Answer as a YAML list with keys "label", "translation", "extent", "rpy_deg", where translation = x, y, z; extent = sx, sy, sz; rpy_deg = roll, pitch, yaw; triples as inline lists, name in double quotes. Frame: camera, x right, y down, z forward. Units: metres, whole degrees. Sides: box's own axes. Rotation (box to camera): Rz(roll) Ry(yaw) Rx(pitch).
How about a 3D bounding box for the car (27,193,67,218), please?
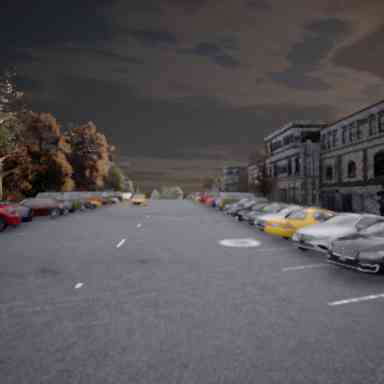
- label: "car"
  translation: [-12.553, 1.191, 26.246]
  extent: [4.553, 1.767, 2.185]
  rpy_deg: [-1, 1, -23]

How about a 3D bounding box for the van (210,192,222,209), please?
- label: "van"
  translation: [4.638, 1.096, 35.923]
  extent: [4.442, 1.987, 1.878]
  rpy_deg: [1, 1, -23]

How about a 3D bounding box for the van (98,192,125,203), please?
- label: "van"
  translation: [-14.206, 0.956, 58.625]
  extent: [4.442, 1.987, 1.878]
  rpy_deg: [-1, 0, -23]

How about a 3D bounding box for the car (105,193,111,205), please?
- label: "car"
  translation: [-13.519, 1.263, 43.872]
  extent: [4.674, 1.452, 2.002]
  rpy_deg: [-1, 1, -23]

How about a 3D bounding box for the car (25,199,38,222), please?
- label: "car"
  translation: [-12.289, 1.385, 20.340]
  extent: [4.792, 1.488, 2.163]
  rpy_deg: [-1, 1, -23]

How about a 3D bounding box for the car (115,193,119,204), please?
- label: "car"
  translation: [-13.841, 1.244, 49.757]
  extent: [4.674, 1.452, 2.002]
  rpy_deg: [-1, 0, -23]

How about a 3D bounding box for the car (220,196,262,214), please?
- label: "car"
  translation: [5.216, 1.377, 27.186]
  extent: [4.892, 1.521, 2.231]
  rpy_deg: [1, 1, -23]

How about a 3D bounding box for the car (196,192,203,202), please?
- label: "car"
  translation: [3.984, 1.011, 50.634]
  extent: [5.566, 2.045, 2.435]
  rpy_deg: [1, 0, -23]

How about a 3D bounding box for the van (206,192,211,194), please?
- label: "van"
  translation: [4.534, 1.071, 41.881]
  extent: [4.442, 1.987, 1.878]
  rpy_deg: [1, 0, -23]

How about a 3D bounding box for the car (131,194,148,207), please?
- label: "car"
  translation: [-7.324, 1.229, 46.106]
  extent: [1.882, 1.535, 5.008]
  rpy_deg: [0, 0, -3]

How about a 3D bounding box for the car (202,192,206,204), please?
- label: "car"
  translation: [4.241, 1.156, 44.752]
  extent: [4.553, 1.767, 2.185]
  rpy_deg: [1, 0, -23]

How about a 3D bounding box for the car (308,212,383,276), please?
- label: "car"
  translation: [6.158, 1.491, 9.607]
  extent: [4.892, 1.521, 2.231]
  rpy_deg: [1, 1, -23]

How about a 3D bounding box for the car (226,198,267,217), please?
- label: "car"
  translation: [5.339, 1.424, 24.242]
  extent: [4.792, 1.488, 2.163]
  rpy_deg: [1, 1, -23]

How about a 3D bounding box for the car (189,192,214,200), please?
- label: "car"
  translation: [2.343, 0.962, 79.902]
  extent: [5.566, 2.045, 2.435]
  rpy_deg: [1, 0, -23]

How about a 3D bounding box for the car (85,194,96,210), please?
- label: "car"
  translation: [-13.044, 1.265, 35.055]
  extent: [4.892, 1.521, 2.231]
  rpy_deg: [-1, 1, -23]

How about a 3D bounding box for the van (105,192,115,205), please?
- label: "van"
  translation: [-13.578, 0.986, 46.865]
  extent: [4.442, 1.987, 1.878]
  rpy_deg: [-1, 0, -23]

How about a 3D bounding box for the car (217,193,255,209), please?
- label: "car"
  translation: [5.085, 1.233, 30.123]
  extent: [4.553, 1.767, 2.185]
  rpy_deg: [1, 1, -23]

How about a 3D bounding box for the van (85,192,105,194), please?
- label: "van"
  translation: [-13.474, 1.012, 40.886]
  extent: [4.442, 1.987, 1.878]
  rpy_deg: [-1, 1, -23]

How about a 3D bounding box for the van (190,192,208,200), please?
- label: "van"
  translation: [1.959, 1.085, 88.740]
  extent: [4.442, 1.987, 1.878]
  rpy_deg: [2, -2, -23]

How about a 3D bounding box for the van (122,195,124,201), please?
- label: "van"
  translation: [-14.260, 0.964, 55.584]
  extent: [4.442, 1.987, 1.878]
  rpy_deg: [-1, 0, -23]

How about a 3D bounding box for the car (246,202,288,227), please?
- label: "car"
  translation: [5.682, 1.473, 18.396]
  extent: [4.674, 1.452, 2.002]
  rpy_deg: [1, 1, -23]

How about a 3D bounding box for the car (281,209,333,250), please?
- label: "car"
  translation: [5.996, 1.511, 12.536]
  extent: [4.674, 1.452, 2.002]
  rpy_deg: [1, 1, -23]

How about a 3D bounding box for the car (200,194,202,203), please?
- label: "car"
  translation: [4.113, 1.312, 47.688]
  extent: [4.674, 1.452, 2.002]
  rpy_deg: [1, 0, -23]

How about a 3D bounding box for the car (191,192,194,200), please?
- label: "car"
  translation: [3.185, 1.227, 68.264]
  extent: [5.366, 1.575, 1.946]
  rpy_deg: [1, 0, -23]

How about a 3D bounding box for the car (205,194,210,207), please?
- label: "car"
  translation: [4.576, 1.308, 38.903]
  extent: [5.008, 1.535, 2.097]
  rpy_deg: [1, 0, -23]

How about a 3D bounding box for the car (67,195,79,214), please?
- label: "car"
  translation: [-12.763, 1.329, 29.163]
  extent: [4.792, 1.488, 2.163]
  rpy_deg: [-1, 1, -23]

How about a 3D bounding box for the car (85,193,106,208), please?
- label: "car"
  translation: [-13.039, 1.245, 38.070]
  extent: [5.366, 1.575, 1.946]
  rpy_deg: [-1, 0, -23]

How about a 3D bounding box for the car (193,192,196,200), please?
- label: "car"
  translation: [3.497, 1.235, 62.411]
  extent: [5.366, 1.575, 1.946]
  rpy_deg: [1, 0, -23]

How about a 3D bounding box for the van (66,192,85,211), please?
- label: "van"
  translation: [-12.999, 1.057, 32.063]
  extent: [4.442, 1.987, 1.878]
  rpy_deg: [-1, 1, -23]

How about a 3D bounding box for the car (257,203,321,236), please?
- label: "car"
  translation: [6.005, 1.452, 15.544]
  extent: [5.366, 1.575, 1.946]
  rpy_deg: [1, 0, -23]

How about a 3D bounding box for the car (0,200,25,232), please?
- label: "car"
  translation: [-12.085, 1.123, 17.428]
  extent: [5.566, 2.045, 2.435]
  rpy_deg: [-1, 0, -23]

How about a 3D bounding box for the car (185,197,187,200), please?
- label: "car"
  translation: [1.664, 1.474, 94.602]
  extent: [5.366, 1.575, 1.946]
  rpy_deg: [2, -2, -23]

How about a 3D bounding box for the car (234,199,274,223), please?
- label: "car"
  translation: [5.534, 1.415, 21.323]
  extent: [4.892, 1.521, 2.231]
  rpy_deg: [1, 1, -23]

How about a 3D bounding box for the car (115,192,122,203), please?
- label: "car"
  translation: [-14.001, 1.235, 52.698]
  extent: [4.674, 1.452, 2.002]
  rpy_deg: [-1, 0, -23]

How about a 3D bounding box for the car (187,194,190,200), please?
- label: "car"
  translation: [2.360, 1.209, 76.907]
  extent: [5.366, 1.575, 1.946]
  rpy_deg: [1, 0, -23]
